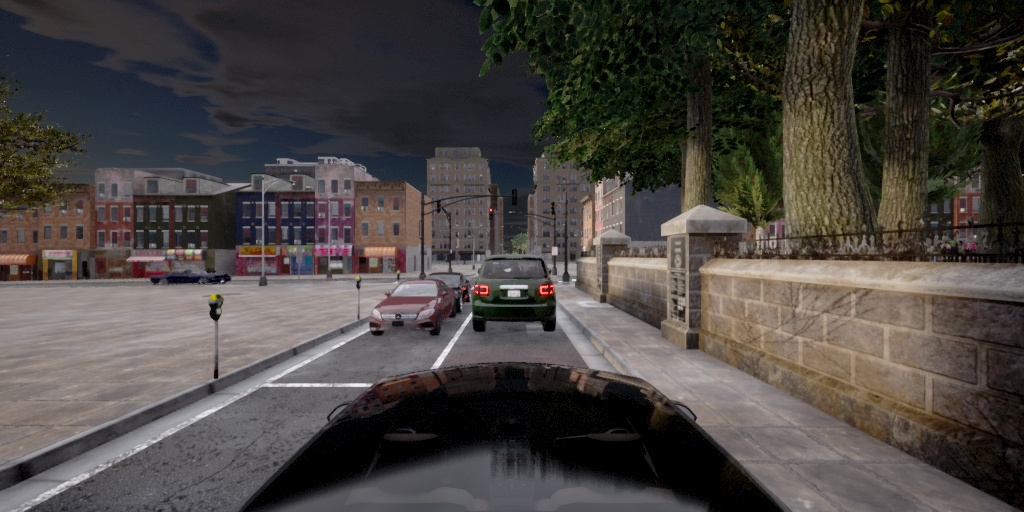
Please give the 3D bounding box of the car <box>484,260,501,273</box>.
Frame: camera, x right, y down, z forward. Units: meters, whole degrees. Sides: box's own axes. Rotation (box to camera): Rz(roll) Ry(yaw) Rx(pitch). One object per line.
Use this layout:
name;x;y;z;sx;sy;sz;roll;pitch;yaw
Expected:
car;-2.283;1.266;43.266;1.812;1.442;4.674;0;0;0

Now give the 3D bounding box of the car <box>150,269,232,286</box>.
car;-23.957;1.612;26.910;4.718;1.301;1.895;-1;0;0

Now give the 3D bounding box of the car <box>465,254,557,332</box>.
car;0.076;0.971;11.058;2.150;2.045;5.566;0;0;1

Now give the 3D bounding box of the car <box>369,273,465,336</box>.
car;-2.638;1.331;10.379;1.802;1.307;4.207;0;0;0

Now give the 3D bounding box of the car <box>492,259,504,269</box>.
car;-2.287;1.262;59.127;1.812;1.442;4.674;0;0;0
